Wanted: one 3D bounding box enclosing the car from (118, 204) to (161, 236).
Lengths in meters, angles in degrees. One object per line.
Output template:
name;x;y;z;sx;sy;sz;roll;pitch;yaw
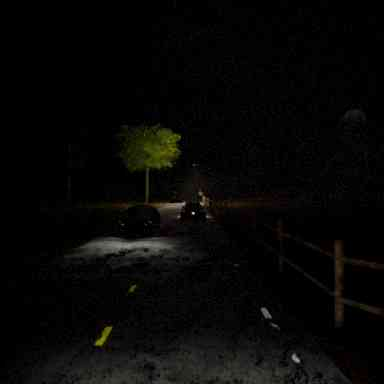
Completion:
car;-2.851;1.483;18.798;1.882;1.535;5.008;0;0;0

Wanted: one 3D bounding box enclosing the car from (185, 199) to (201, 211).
car;0.096;1.647;43.026;1.895;1.301;4.718;0;0;0

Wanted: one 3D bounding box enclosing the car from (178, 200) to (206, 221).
car;0.097;1.577;27.196;1.994;1.385;4.181;0;0;0

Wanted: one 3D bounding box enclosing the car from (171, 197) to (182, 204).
car;-2.757;1.477;60.362;1.895;1.301;4.718;0;0;0
